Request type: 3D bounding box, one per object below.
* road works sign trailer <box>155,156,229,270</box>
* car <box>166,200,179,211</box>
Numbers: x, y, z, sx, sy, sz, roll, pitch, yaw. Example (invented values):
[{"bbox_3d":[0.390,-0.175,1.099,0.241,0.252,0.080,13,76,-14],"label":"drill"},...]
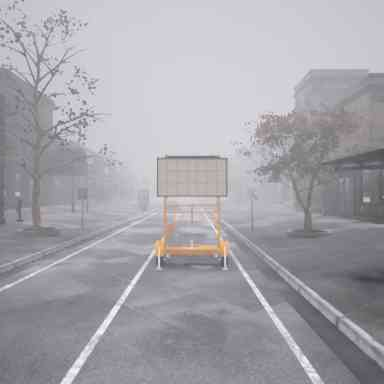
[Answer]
[{"bbox_3d":[0.005,0.566,11.399,2.380,3.560,2.880,0,-1,0],"label":"road works sign trailer"},{"bbox_3d":[-2.981,2.012,50.182,1.837,1.490,4.892,0,-1,0],"label":"car"}]
